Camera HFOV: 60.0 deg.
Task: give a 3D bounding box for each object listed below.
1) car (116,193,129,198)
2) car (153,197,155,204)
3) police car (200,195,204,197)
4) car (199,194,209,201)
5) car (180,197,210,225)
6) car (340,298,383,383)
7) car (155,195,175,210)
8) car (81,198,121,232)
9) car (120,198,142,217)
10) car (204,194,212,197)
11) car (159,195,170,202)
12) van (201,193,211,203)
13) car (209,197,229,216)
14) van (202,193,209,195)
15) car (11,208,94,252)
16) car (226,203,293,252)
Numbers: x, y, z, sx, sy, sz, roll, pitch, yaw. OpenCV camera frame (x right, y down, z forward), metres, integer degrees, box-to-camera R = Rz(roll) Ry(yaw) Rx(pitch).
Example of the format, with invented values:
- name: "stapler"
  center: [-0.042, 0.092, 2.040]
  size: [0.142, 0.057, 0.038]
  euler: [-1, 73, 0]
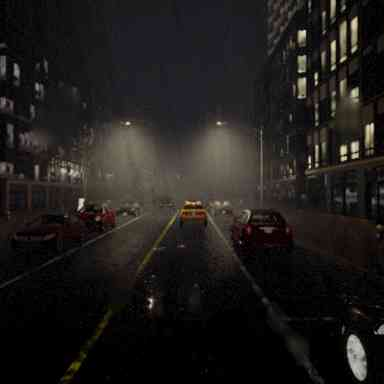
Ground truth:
- name: "car"
  center: [-19.855, 1.309, 87.928]
  size: [4.403, 1.369, 2.008]
  euler: [0, 0, 1]
- name: "car"
  center: [-5.686, 1.253, 58.277]
  size: [1.967, 1.590, 4.097]
  euler: [1, 0, 0]
- name: "police car"
  center: [0.095, 1.377, 41.883]
  size: [2.038, 1.542, 4.974]
  euler: [0, 0, 0]
- name: "car"
  center: [2.691, 1.289, 74.998]
  size: [1.887, 1.381, 4.507]
  euler: [1, 0, 0]
- name: "car"
  center: [0.095, 1.389, 23.518]
  size: [1.801, 1.575, 5.366]
  euler: [0, 0, 0]
- name: "car"
  center: [2.698, 1.545, 2.497]
  size: [2.008, 1.369, 4.403]
  euler: [1, 0, 0]
- name: "car"
  center: [-3.094, 1.379, 41.445]
  size: [1.837, 1.490, 4.892]
  euler: [0, 0, 0]
- name: "car"
  center: [-5.682, 1.387, 19.255]
  size: [1.967, 1.590, 4.097]
  euler: [1, 0, 0]
- name: "car"
  center: [-5.685, 1.477, 30.404]
  size: [1.947, 1.339, 4.313]
  euler: [1, 0, 0]
- name: "car"
  center: [2.693, 1.421, 47.113]
  size: [1.947, 1.339, 4.313]
  euler: [1, 0, 0]
- name: "car"
  center: [-5.690, 1.333, 69.426]
  size: [1.947, 1.339, 4.313]
  euler: [1, 0, 0]
- name: "van"
  center: [2.695, 1.132, 63.843]
  size: [1.690, 1.788, 3.998]
  euler: [1, 0, 0]
- name: "car"
  center: [2.695, 1.463, 30.382]
  size: [2.008, 1.369, 4.403]
  euler: [1, 0, 0]
- name: "van"
  center: [2.695, 1.154, 58.267]
  size: [1.690, 1.788, 3.998]
  euler: [1, 0, 0]
- name: "car"
  center: [-5.684, 1.546, 13.682]
  size: [1.802, 1.307, 4.206]
  euler: [1, 0, 0]
- name: "car"
  center: [2.699, 1.404, 13.651]
  size: [1.967, 1.590, 4.097]
  euler: [1, 0, 0]
